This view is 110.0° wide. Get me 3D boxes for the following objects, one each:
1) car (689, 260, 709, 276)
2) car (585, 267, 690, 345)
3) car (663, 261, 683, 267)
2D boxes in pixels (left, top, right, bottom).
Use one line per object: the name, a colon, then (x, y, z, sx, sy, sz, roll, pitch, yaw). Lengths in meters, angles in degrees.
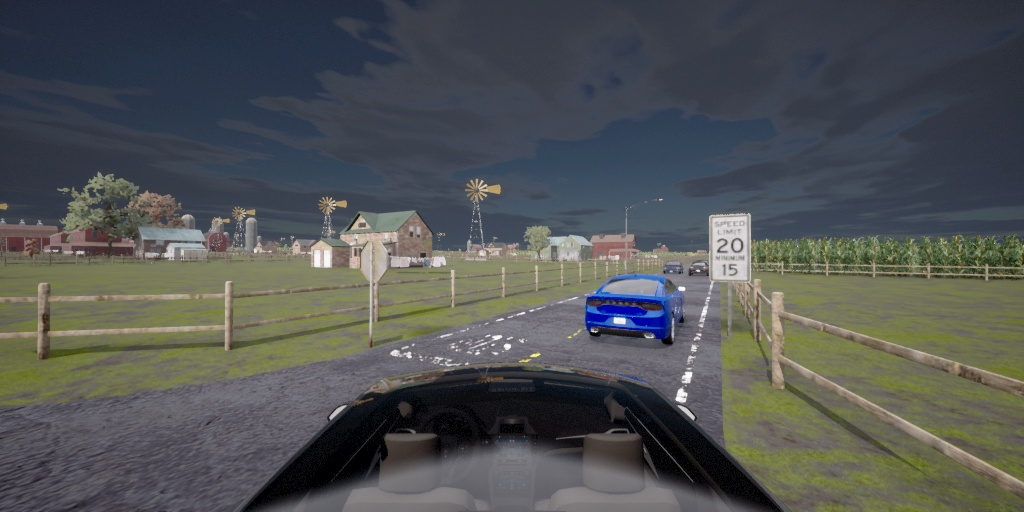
car: (19.245, 1.275, 36.803, 1.812, 1.442, 4.674, 0, 0, 31)
car: (3.532, 1.229, 9.776, 1.882, 1.535, 5.008, 0, 0, 30)
car: (18.794, 1.300, 41.615, 2.033, 1.411, 5.357, 0, 0, 30)
